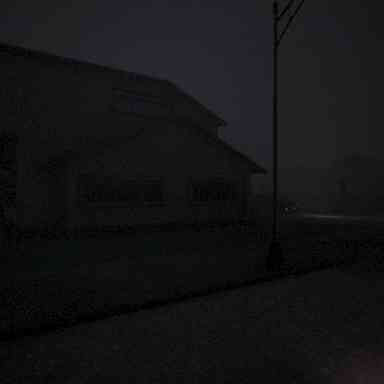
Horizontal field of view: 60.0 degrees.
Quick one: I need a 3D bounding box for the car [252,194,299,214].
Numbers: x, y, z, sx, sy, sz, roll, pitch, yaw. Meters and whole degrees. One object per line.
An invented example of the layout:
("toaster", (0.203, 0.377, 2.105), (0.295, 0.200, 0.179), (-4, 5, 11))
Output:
("car", (8.516, 1.222, 35.051), (2.150, 2.045, 5.566), (0, 0, -35))
